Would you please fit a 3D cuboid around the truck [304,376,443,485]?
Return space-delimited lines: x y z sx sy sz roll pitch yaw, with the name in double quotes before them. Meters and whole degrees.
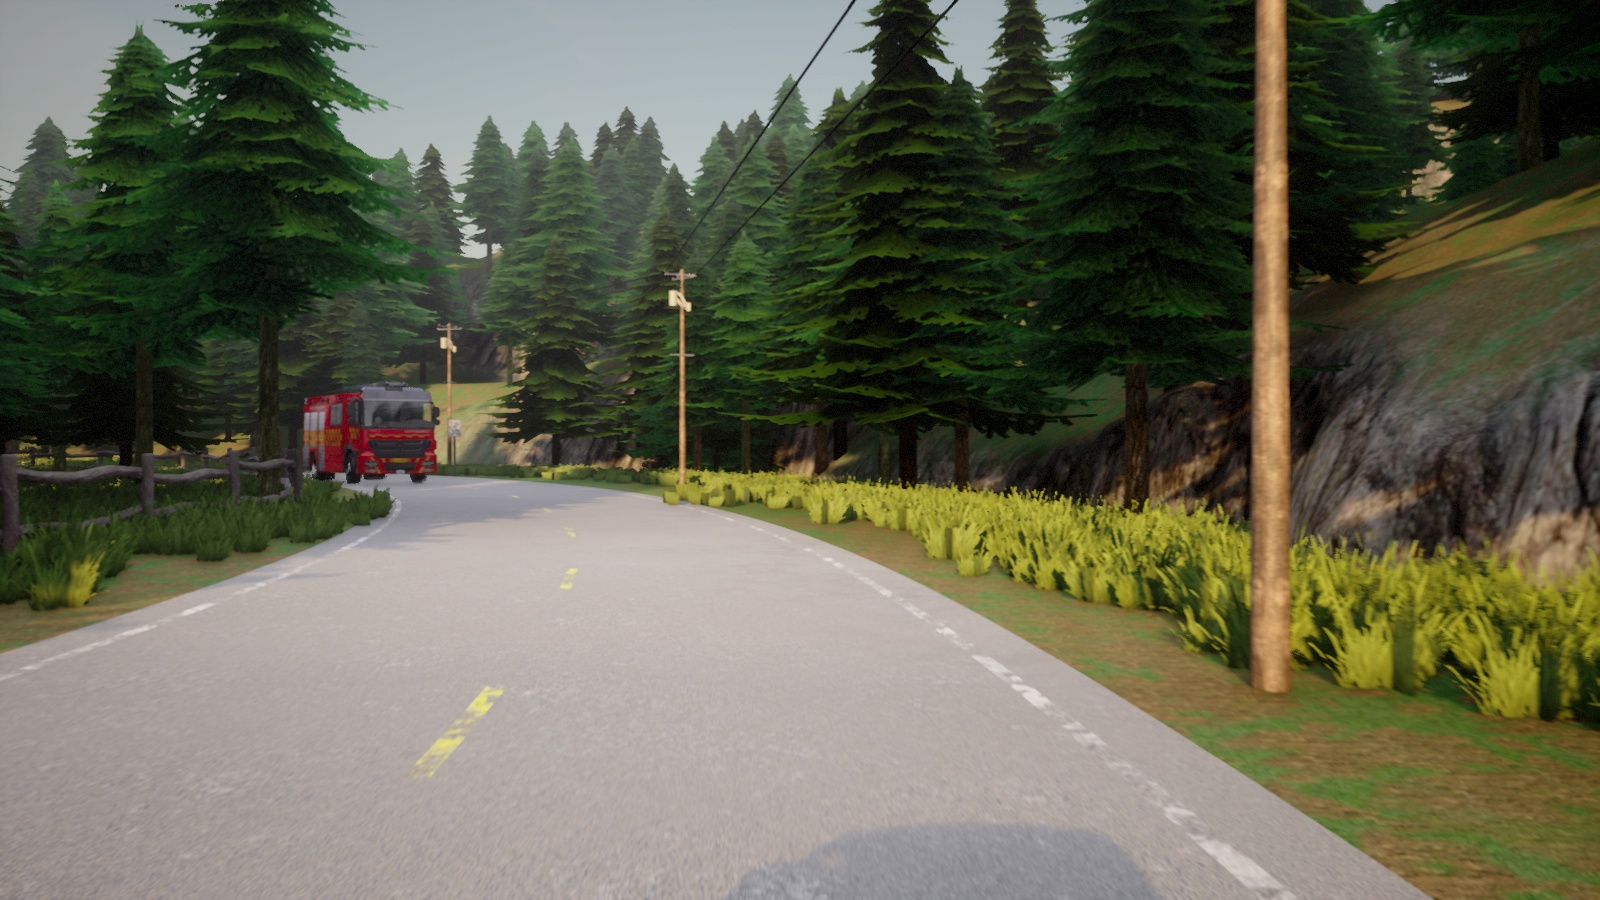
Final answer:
"truck" -16.628 -0.698 48.529 2.891 3.827 8.468 0 0 -35
